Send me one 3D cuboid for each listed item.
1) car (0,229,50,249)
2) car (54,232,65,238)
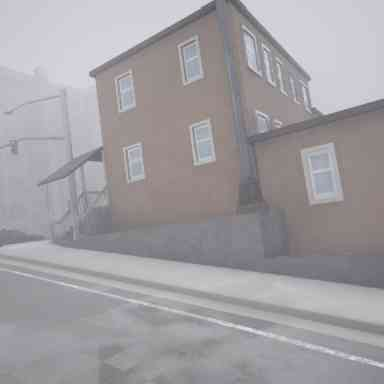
[{"bbox_3d":[-12.202,3.238,22.247,1.837,1.490,4.892,-11,-9,37],"label":"car"},{"bbox_3d":[-11.713,4.278,29.079,1.837,1.490,4.892,-12,-11,35],"label":"car"}]
